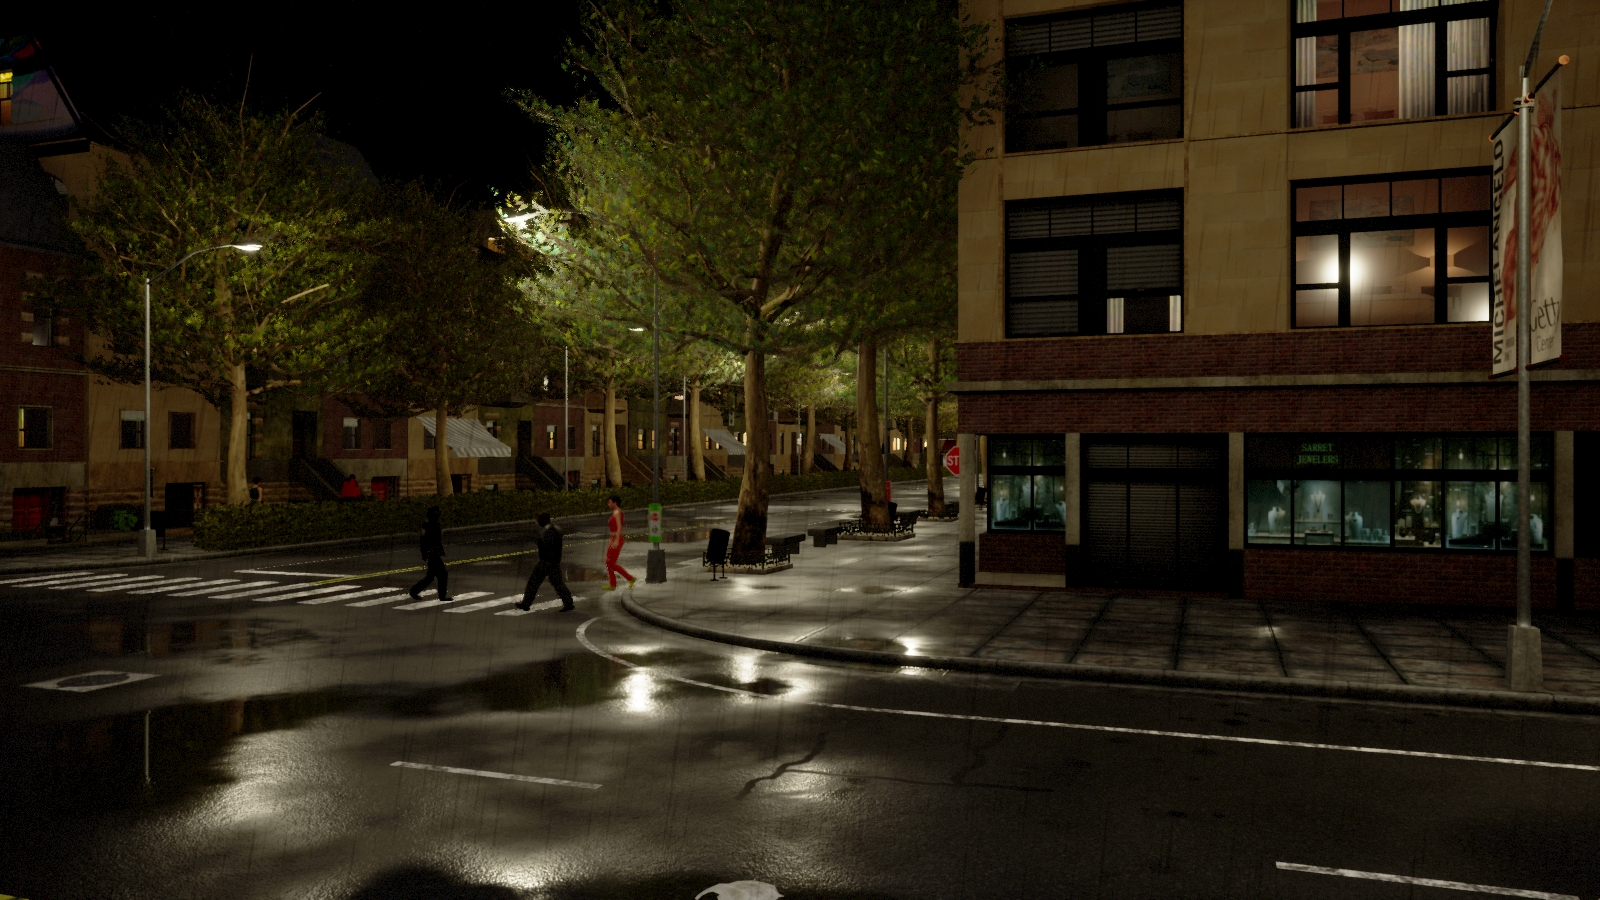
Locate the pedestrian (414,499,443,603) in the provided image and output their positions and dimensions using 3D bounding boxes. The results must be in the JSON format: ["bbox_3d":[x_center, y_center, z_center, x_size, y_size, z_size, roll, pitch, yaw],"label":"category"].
[{"bbox_3d":[-6.833,1.849,21.027,0.375,1.860,0.375,0,0,11],"label":"pedestrian"}]

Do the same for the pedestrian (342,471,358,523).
[{"bbox_3d":[-16.268,1.696,41.284,0.375,1.860,0.375,0,0,20],"label":"pedestrian"}]

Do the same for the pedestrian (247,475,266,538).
[{"bbox_3d":[-16.354,1.696,34.388,0.375,1.860,0.375,0,0,8],"label":"pedestrian"}]

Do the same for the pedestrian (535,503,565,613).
[{"bbox_3d":[-4.299,1.849,19.649,0.375,1.860,0.375,0,0,13],"label":"pedestrian"}]

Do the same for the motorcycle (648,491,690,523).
[{"bbox_3d":[-5.129,2.213,44.864,0.803,1.145,2.033,0,0,20],"label":"motorcycle"}]

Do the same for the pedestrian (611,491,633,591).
[{"bbox_3d":[-3.357,1.701,21.517,0.375,1.860,0.375,0,0,-3],"label":"pedestrian"}]
